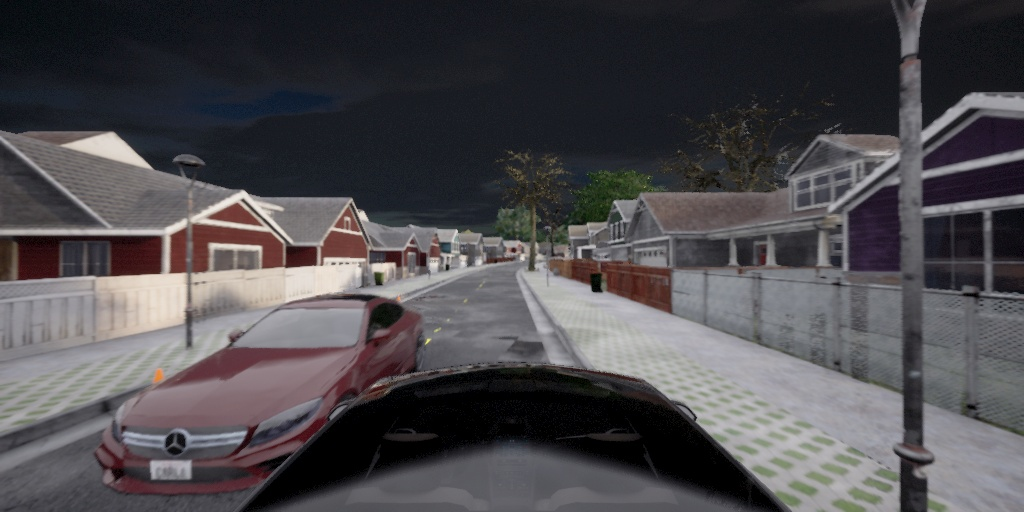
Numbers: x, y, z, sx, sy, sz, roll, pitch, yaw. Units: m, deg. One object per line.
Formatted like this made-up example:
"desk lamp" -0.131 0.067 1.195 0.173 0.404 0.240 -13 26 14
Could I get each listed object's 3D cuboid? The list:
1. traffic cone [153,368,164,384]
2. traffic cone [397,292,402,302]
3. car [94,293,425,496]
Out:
"traffic cone" -4.478 1.725 4.550 0.340 0.580 0.340 0 0 0
"traffic cone" -4.575 1.764 14.542 0.340 0.580 0.340 0 0 -1
"car" -2.469 1.294 4.913 1.812 1.442 4.674 0 0 0
